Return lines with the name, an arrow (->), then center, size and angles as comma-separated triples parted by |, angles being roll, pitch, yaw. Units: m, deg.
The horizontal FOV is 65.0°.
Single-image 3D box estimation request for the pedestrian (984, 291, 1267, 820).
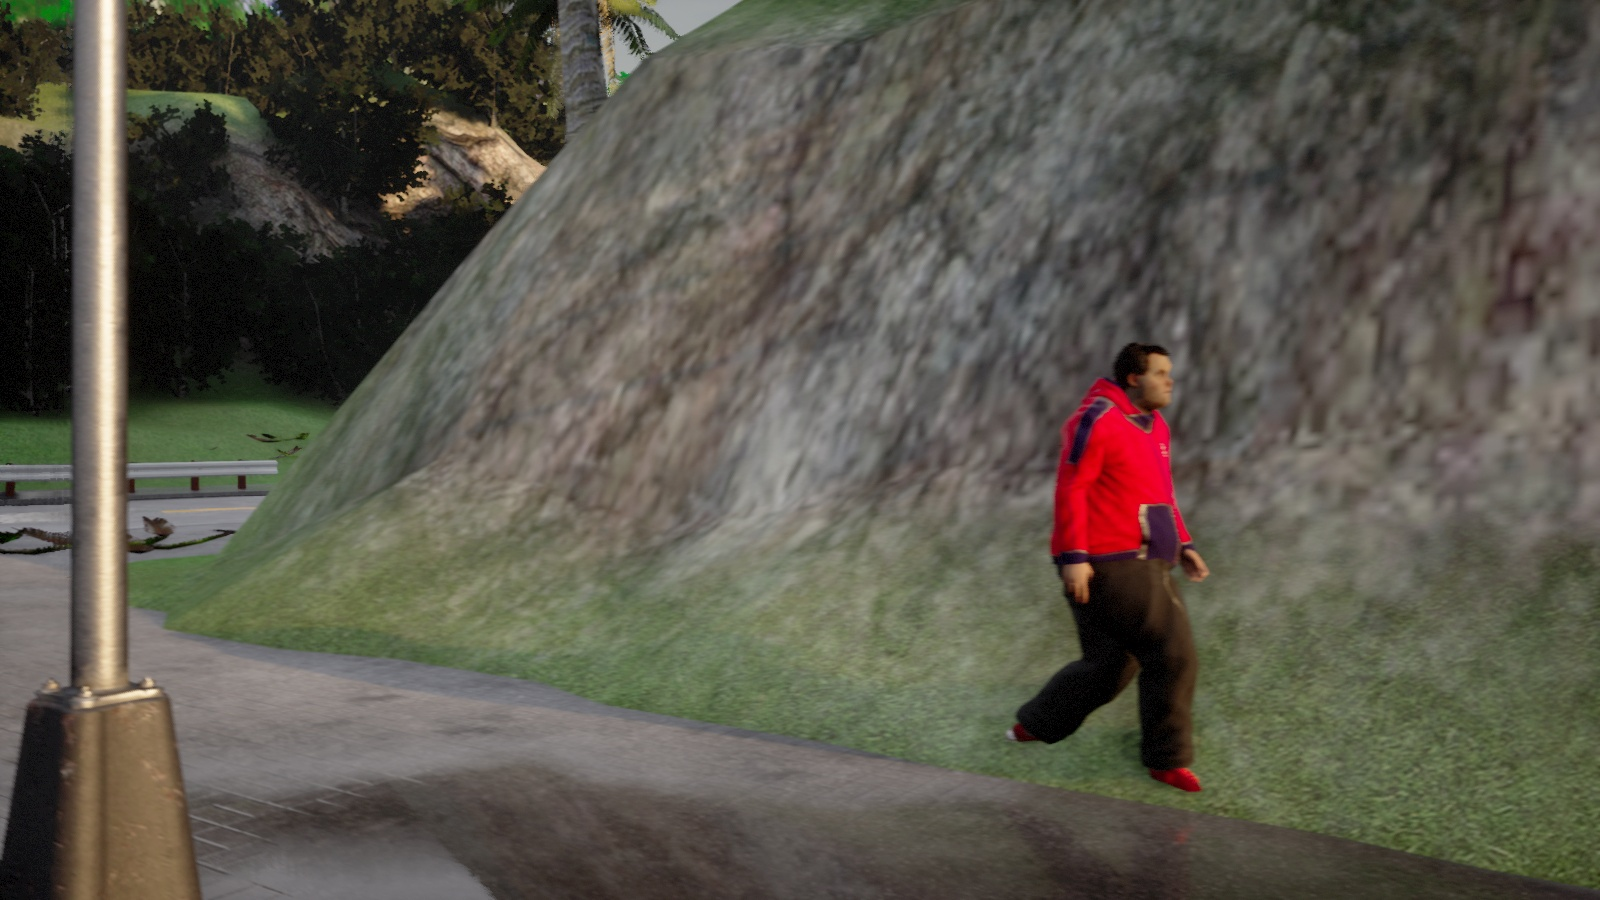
pedestrian -> 1.269, 0.363, 4.882 | 0.899, 1.844, 0.634 | 0, 1, 33
